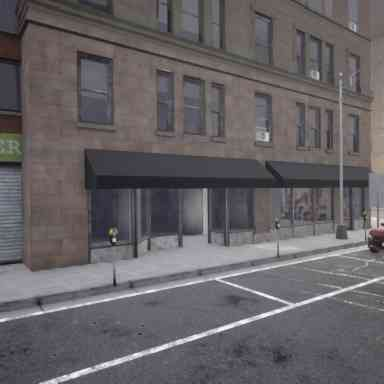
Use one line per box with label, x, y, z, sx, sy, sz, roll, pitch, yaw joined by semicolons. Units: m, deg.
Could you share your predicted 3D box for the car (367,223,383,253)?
car;8.377;1.541;12.566;4.507;1.381;1.887;0;-1;-36
